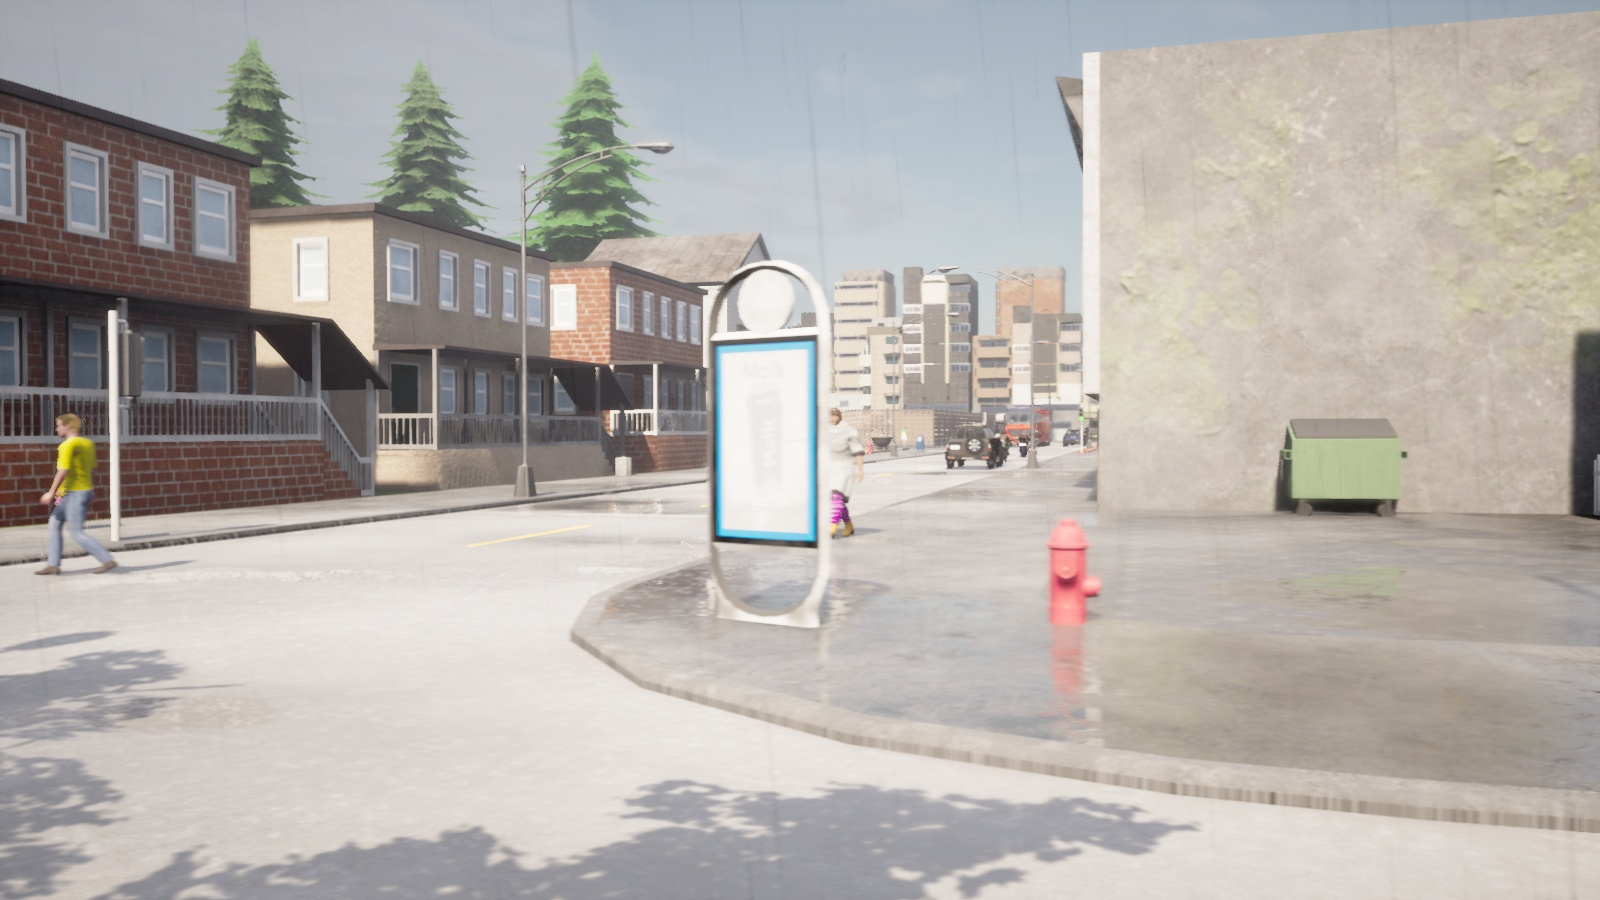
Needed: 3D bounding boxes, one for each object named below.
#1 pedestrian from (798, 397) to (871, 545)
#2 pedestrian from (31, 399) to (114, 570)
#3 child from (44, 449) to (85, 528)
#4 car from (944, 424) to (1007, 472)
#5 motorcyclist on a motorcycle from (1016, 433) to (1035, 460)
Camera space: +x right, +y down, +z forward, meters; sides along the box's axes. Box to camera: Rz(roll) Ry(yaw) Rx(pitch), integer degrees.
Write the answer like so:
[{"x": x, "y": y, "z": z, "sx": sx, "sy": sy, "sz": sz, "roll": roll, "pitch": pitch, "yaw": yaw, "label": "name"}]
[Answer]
[{"x": 0.469, "y": 0.272, "z": 17.061, "sx": 0.659, "sy": 1.952, "sz": 0.873, "roll": 1, "pitch": 1, "yaw": 29, "label": "pedestrian"}, {"x": -7.978, "y": 0.371, "z": 13.780, "sx": 0.706, "sy": 1.836, "sz": 0.354, "roll": 0, "pitch": 1, "yaw": -11, "label": "pedestrian"}, {"x": -11.117, "y": 0.575, "z": 18.992, "sx": 0.299, "sy": 1.160, "sz": 0.473, "roll": 0, "pitch": 1, "yaw": 10, "label": "child"}, {"x": 7.271, "y": -0.135, "z": 51.760, "sx": 1.932, "sy": 1.855, "sz": 4.605, "roll": 0, "pitch": 2, "yaw": 16, "label": "car"}, {"x": 12.761, "y": -0.200, "z": 71.040, "sx": 0.866, "sy": 1.530, "sz": 2.191, "roll": 0, "pitch": 1, "yaw": 16, "label": "motorcyclist on a motorcycle"}]
